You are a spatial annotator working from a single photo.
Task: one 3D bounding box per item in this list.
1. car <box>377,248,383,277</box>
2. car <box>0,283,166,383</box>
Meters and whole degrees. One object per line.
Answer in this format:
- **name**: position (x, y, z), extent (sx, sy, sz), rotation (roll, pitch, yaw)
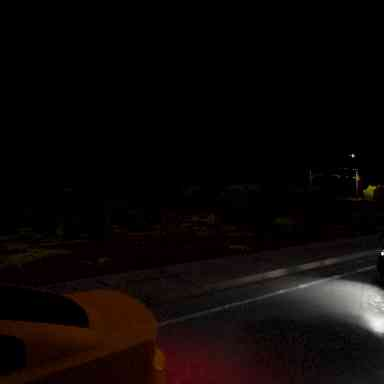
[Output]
- **car**: position (6.827, 1.517, 8.902), extent (4.674, 1.442, 1.812), rotation (0, 0, -36)
- **car**: position (-2.569, 1.487, 2.154), extent (5.008, 1.535, 1.882), rotation (0, 0, -36)
